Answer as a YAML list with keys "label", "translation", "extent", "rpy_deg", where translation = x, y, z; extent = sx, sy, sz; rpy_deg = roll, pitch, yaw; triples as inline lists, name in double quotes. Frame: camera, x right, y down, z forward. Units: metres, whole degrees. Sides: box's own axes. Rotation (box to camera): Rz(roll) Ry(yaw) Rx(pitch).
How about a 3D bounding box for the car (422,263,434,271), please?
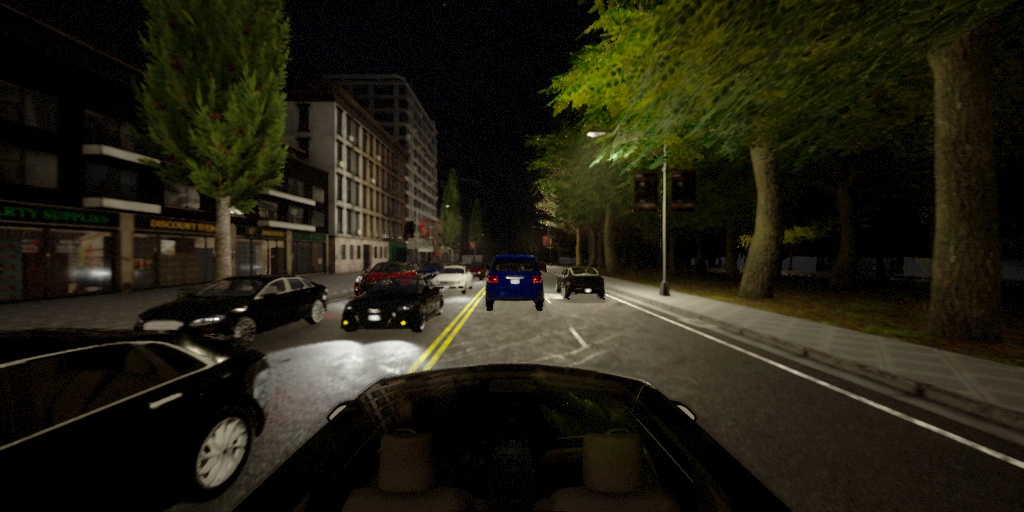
- label: "car"
  translation: [-6.587, 1.311, 29.883]
  extent: [1.812, 1.442, 4.674]
  rpy_deg: [0, 0, 3]

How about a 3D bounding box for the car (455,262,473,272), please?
- label: "car"
  translation: [-6.503, 1.466, 48.998]
  extent: [1.895, 1.301, 4.718]
  rpy_deg: [0, 0, 0]

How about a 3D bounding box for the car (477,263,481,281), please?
- label: "car"
  translation: [-3.306, 1.314, 30.925]
  extent: [1.812, 1.442, 4.674]
  rpy_deg: [0, 0, 1]

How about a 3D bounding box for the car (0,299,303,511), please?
- label: "car"
  translation: [-3.333, 1.256, 1.643]
  extent: [1.837, 1.490, 4.892]
  rpy_deg: [0, 0, 0]

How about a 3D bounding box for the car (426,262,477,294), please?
- label: "car"
  translation: [-3.312, 1.293, 20.640]
  extent: [1.812, 1.442, 4.674]
  rpy_deg: [0, 0, 1]

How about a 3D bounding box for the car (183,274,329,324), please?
- label: "car"
  translation: [-6.586, 1.245, 9.140]
  extent: [2.128, 1.511, 4.902]
  rpy_deg: [0, 0, 0]

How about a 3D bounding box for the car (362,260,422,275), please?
- label: "car"
  translation: [-6.578, 1.117, 19.159]
  extent: [2.097, 1.767, 4.553]
  rpy_deg: [0, 0, 0]

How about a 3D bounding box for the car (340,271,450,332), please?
- label: "car"
  translation: [-3.323, 1.319, 10.724]
  extent: [1.994, 1.385, 4.181]
  rpy_deg: [0, 0, 1]

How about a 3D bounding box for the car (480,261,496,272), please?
- label: "car"
  translation: [-3.253, 1.386, 49.026]
  extent: [1.837, 1.490, 4.892]
  rpy_deg: [0, 0, 0]

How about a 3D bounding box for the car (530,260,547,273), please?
- label: "car"
  translation: [3.347, 1.313, 46.298]
  extent: [1.882, 1.535, 5.008]
  rpy_deg: [0, 0, 0]

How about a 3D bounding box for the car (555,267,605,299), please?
- label: "car"
  translation: [3.349, 1.268, 18.164]
  extent: [1.837, 1.490, 4.892]
  rpy_deg: [0, 0, 0]

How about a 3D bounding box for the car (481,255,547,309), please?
- label: "car"
  translation: [0.088, 0.980, 15.003]
  extent: [2.150, 2.045, 5.566]
  rpy_deg: [0, 0, 0]
